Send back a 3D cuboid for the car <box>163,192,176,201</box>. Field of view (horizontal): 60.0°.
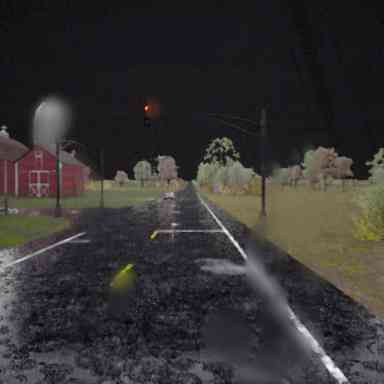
[{"bbox_3d":[-3.601,0.704,54.926,1.994,1.385,4.181,0,1,0],"label":"car"}]
